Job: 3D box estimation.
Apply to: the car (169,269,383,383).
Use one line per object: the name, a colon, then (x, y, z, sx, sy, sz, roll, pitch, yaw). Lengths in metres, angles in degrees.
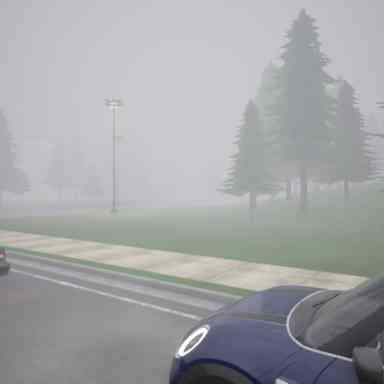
car: (1.989, 1.351, 2.572, 4.553, 1.767, 2.097, 0, 0, 35)

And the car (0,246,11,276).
car: (-6.884, 1.573, 8.733, 5.357, 1.411, 2.033, 0, 0, 35)
